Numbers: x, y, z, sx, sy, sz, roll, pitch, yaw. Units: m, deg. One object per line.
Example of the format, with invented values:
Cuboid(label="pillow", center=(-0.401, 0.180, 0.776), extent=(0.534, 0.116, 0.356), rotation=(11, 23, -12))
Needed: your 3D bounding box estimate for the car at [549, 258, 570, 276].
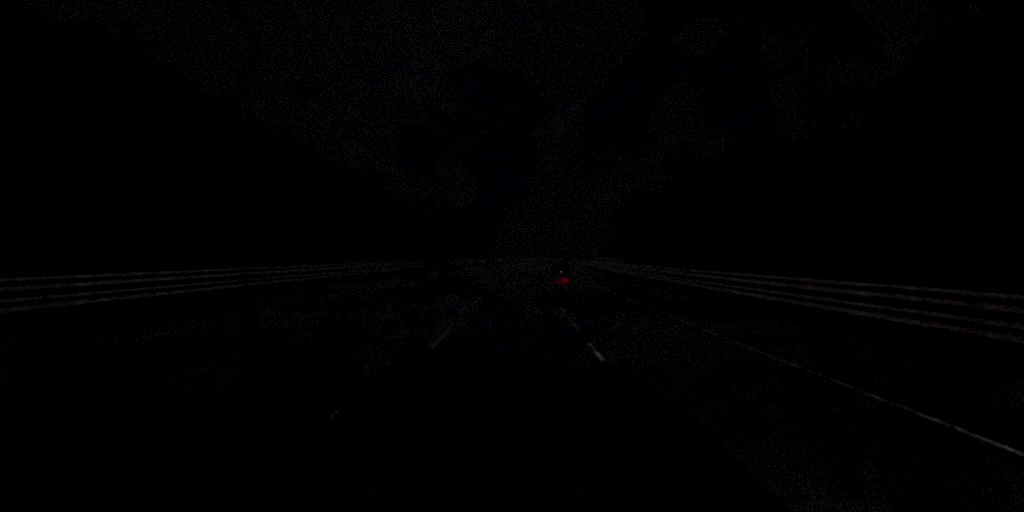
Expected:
Cuboid(label="car", center=(4.991, 1.295, 37.399), extent=(1.837, 1.490, 4.892), rotation=(0, 0, 5))

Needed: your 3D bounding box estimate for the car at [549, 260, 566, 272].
Cuboid(label="car", center=(6.059, 1.306, 48.050), extent=(2.163, 1.488, 4.792), rotation=(0, 0, 6))
